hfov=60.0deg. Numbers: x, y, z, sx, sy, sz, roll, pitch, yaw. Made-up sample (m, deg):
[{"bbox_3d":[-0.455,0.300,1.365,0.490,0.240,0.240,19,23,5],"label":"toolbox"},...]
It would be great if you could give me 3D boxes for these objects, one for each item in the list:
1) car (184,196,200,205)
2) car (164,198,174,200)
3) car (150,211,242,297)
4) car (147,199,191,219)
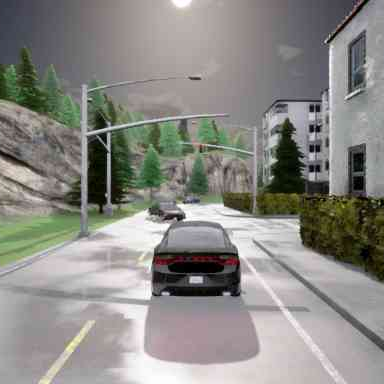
[{"bbox_3d":[-0.064,1.503,60.053,1.837,1.490,4.892,0,0,25],"label":"car"},{"bbox_3d":[-3.293,1.548,46.516,2.033,1.411,5.357,0,0,3],"label":"car"},{"bbox_3d":[0.097,1.478,8.646,1.882,1.535,5.008,0,0,0],"label":"car"},{"bbox_3d":[-2.147,1.548,26.321,2.033,1.411,5.357,0,0,-21],"label":"car"}]
